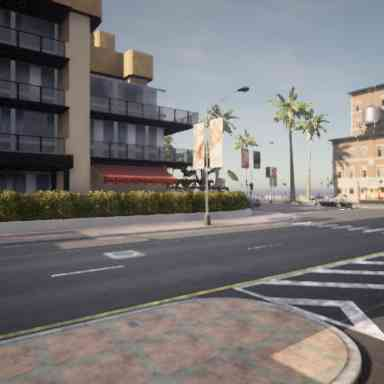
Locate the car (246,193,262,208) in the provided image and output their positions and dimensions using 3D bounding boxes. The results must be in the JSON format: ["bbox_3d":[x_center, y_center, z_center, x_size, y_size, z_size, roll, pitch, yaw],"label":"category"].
[{"bbox_3d":[7.541,1.188,48.151,2.150,2.045,5.566,0,1,-35],"label":"car"}]

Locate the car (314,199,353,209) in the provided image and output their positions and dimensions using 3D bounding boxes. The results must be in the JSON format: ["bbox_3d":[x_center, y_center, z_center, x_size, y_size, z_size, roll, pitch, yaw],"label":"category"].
[{"bbox_3d":[18.858,1.565,44.515,1.895,1.301,4.718,0,0,-35],"label":"car"}]
